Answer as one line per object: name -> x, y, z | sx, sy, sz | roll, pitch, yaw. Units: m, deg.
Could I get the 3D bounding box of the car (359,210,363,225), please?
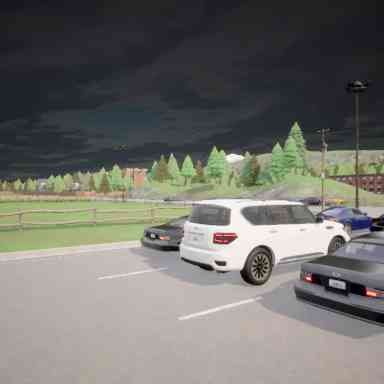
car -> 8.475, 1.526, 18.460 | 4.674, 1.442, 1.812 | 0, 0, -36

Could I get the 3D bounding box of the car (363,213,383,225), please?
car -> 10.340, 1.478, 15.498 | 5.008, 1.535, 1.882 | 0, 0, -35

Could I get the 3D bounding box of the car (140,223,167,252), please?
car -> 0.694, 1.547, 12.860 | 5.357, 1.411, 2.033 | 0, 0, -36

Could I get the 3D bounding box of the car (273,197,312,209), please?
car -> 13.850, 1.478, 46.008 | 1.882, 1.535, 5.008 | 0, 0, -36

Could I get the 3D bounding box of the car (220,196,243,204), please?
car -> 7.821, 1.525, 66.162 | 1.812, 1.442, 4.674 | 0, 0, -36

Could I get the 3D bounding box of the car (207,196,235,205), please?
car -> 5.022, 1.491, 58.056 | 2.128, 1.511, 4.902 | 0, 0, -36

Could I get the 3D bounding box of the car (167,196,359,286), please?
car -> 2.275, 1.221, 9.689 | 5.566, 2.045, 2.150 | 0, 0, -35

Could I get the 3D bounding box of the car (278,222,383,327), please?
car -> 4.392, 1.547, 6.898 | 5.357, 1.411, 2.033 | 0, 0, -36

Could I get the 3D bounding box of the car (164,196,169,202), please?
car -> -4.234, 1.493, 70.817 | 1.994, 1.385, 4.181 | 0, 0, -36

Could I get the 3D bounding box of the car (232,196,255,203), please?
car -> 10.552, 1.525, 68.410 | 1.812, 1.442, 4.674 | 0, 0, -36

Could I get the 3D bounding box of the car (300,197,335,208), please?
car -> 19.076, 1.504, 50.722 | 1.837, 1.490, 4.892 | 0, 0, -36

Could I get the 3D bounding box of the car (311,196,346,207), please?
car -> 21.704, 1.477, 53.061 | 1.882, 1.535, 5.008 | 0, 0, -36
